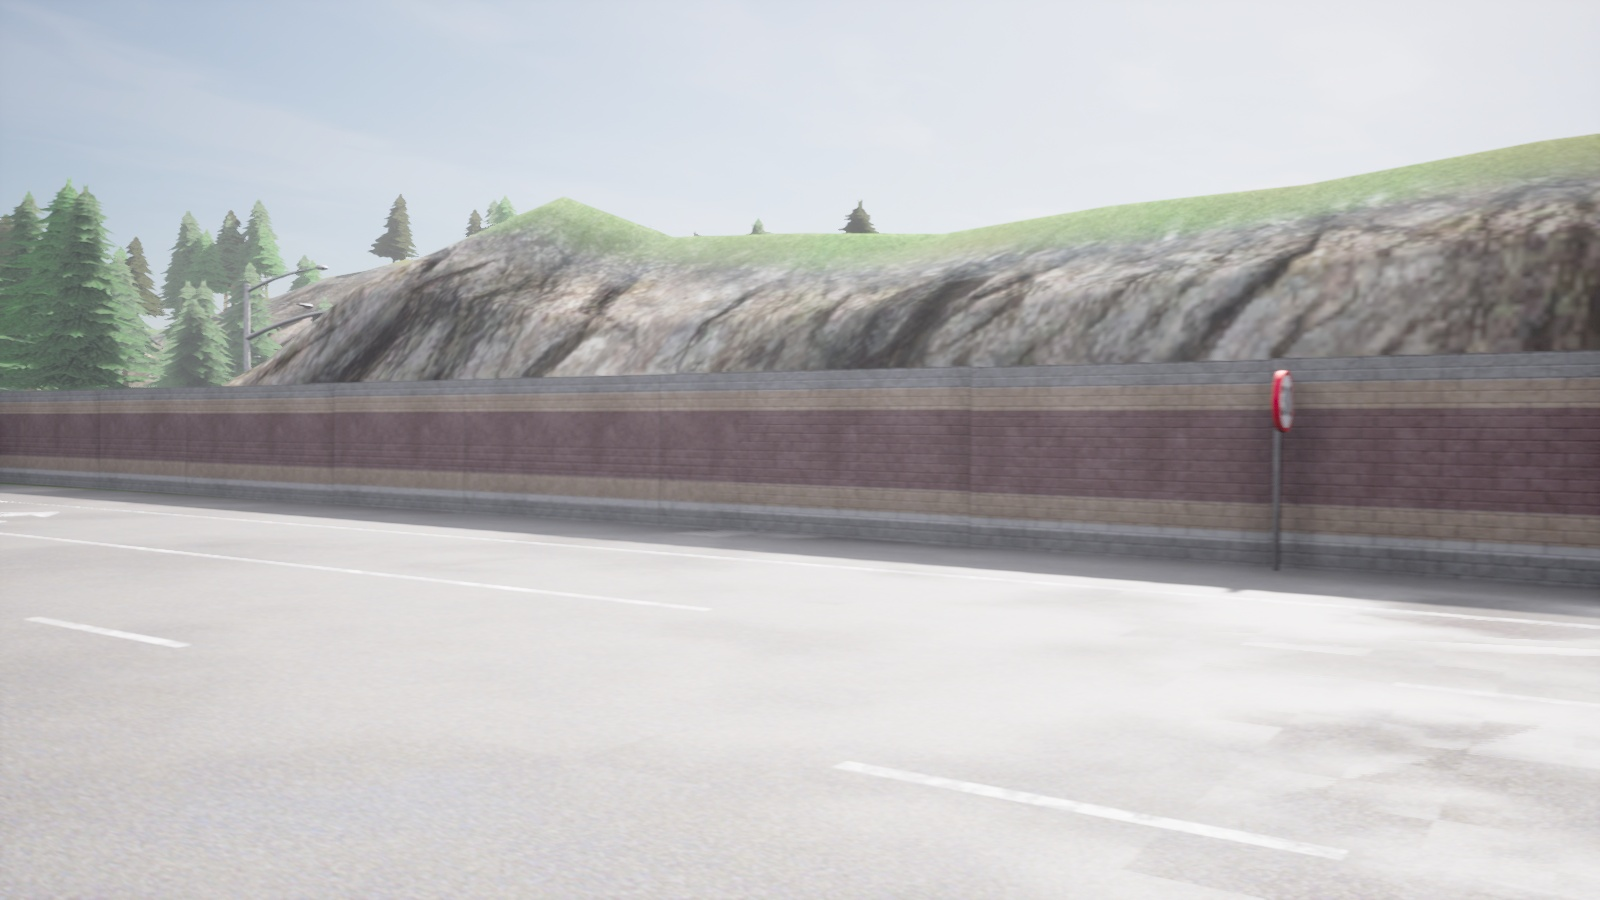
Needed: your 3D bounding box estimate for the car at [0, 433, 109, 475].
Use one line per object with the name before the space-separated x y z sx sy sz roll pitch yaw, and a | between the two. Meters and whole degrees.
car | -27.931 0.120 46.283 1.970 1.475 3.806 0 1 33
